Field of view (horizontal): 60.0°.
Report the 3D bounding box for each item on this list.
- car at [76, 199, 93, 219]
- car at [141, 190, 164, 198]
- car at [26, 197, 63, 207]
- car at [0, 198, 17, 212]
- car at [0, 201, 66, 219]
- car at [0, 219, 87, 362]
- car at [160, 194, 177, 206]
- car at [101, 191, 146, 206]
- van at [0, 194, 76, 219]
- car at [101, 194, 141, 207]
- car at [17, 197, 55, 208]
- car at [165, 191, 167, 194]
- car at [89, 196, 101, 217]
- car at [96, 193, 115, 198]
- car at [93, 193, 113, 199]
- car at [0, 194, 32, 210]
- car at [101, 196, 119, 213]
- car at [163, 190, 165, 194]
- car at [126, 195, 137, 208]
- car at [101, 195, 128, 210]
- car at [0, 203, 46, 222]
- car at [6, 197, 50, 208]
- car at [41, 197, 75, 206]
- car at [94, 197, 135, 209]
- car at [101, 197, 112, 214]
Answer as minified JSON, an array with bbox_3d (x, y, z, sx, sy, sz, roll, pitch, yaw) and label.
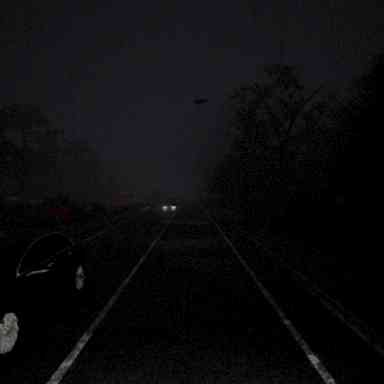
[{"bbox_3d":[-10.285,1.459,24.751,4.792,1.488,2.163,0,0,0],"label":"car"},{"bbox_3d":[-10.407,0.976,85.091,4.792,1.488,2.163,0,0,0],"label":"car"},{"bbox_3d":[-23.268,1.565,52.526,4.792,1.488,2.163,0,0,0],"label":"car"},{"bbox_3d":[-23.288,1.482,38.677,4.792,1.488,2.163,0,0,0],"label":"car"},{"bbox_3d":[-10.234,1.474,19.198,4.792,1.488,2.163,0,0,0],"label":"car"},{"bbox_3d":[-3.353,1.482,5.901,1.837,1.490,4.892,0,0,0],"label":"car"},{"bbox_3d":[-3.398,1.503,52.913,2.033,1.411,5.357,0,0,0],"label":"car"},{"bbox_3d":[-10.250,1.269,49.727,5.566,2.045,2.435,0,0,0],"label":"car"},{"bbox_3d":[-10.376,1.211,21.974,4.442,1.987,1.878,0,0,0],"label":"van"},{"bbox_3d":[-10.410,1.500,46.950,5.366,1.575,1.946,0,0,0],"label":"car"},{"bbox_3d":[-23.298,1.559,49.756,4.674,1.452,2.002,0,0,0],"label":"car"},{"bbox_3d":[-10.413,0.927,93.441,5.008,1.535,2.097,0,1,0],"label":"car"},{"bbox_3d":[-10.283,1.299,27.524,4.553,1.767,2.185,0,0,0],"label":"car"},{"bbox_3d":[-23.507,0.977,90.496,4.674,1.452,2.002,0,0,0],"label":"car"},{"bbox_3d":[-23.513,0.981,87.711,4.674,1.452,2.002,0,0,0],"label":"car"},{"bbox_3d":[-23.341,1.218,41.448,5.566,2.045,2.435,0,0,0],"label":"car"},{"bbox_3d":[-10.429,1.425,33.071,5.366,1.575,1.946,0,0,0],"label":"car"},{"bbox_3d":[-10.456,0.813,90.661,4.553,1.767,2.185,0,0,0],"label":"car"},{"bbox_3d":[-10.047,1.467,41.397,5.366,1.575,1.946,0,0,0],"label":"car"},{"bbox_3d":[-10.055,1.435,35.724,5.366,1.575,1.946,0,0,0],"label":"car"},{"bbox_3d":[-10.237,1.482,16.422,4.792,1.488,2.163,0,0,0],"label":"car"},{"bbox_3d":[-23.119,1.499,46.986,5.366,1.575,1.946,0,0,0],"label":"car"},{"bbox_3d":[-23.285,1.568,57.943,5.008,1.535,2.097,0,0,0],"label":"car"},{"bbox_3d":[-10.235,1.488,44.173,4.892,1.521,2.231,0,0,0],"label":"car"},{"bbox_3d":[-10.242,1.424,30.304,4.892,1.521,2.231,0,0,0],"label":"car"}]
